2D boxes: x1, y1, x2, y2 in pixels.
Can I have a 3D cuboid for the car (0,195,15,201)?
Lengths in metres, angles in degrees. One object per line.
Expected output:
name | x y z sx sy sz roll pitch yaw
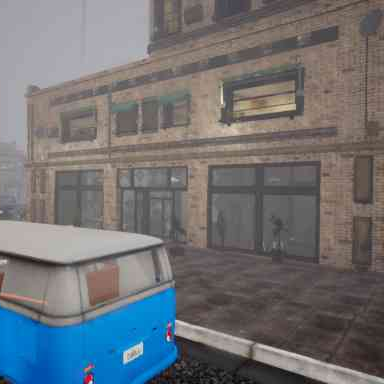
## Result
car | -20.478 1.349 33.235 2.150 2.045 5.566 1 0 36

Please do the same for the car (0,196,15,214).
car | -22.017 1.411 35.530 2.192 1.841 5.009 0 0 36

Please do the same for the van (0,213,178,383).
van | -2.082 1.340 4.335 3.998 1.788 1.690 0 1 35

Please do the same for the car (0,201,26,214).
car | -15.256 1.793 30.583 1.947 1.339 4.313 0 0 36
